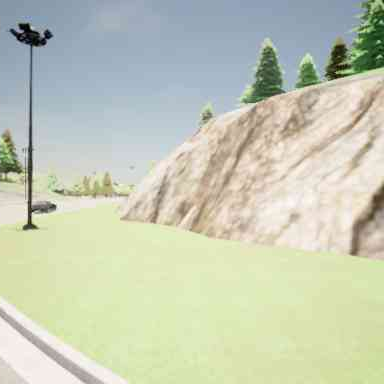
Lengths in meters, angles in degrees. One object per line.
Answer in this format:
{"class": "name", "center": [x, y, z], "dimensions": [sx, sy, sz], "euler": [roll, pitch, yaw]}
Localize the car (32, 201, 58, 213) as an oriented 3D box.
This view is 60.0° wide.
{"class": "car", "center": [-17.907, 1.735, 40.309], "dimensions": [2.033, 1.411, 5.357], "euler": [0, 0, -7]}
